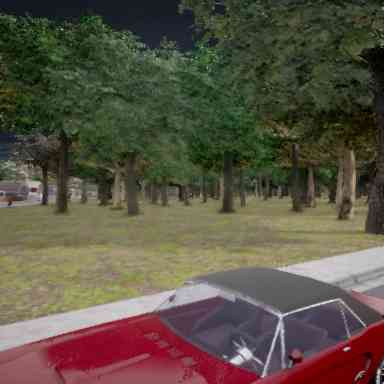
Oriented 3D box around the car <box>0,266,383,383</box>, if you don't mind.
[{"bbox_3d":[0.463,1.603,3.444,4.718,1.301,1.895,0,0,-36],"label":"car"}]
